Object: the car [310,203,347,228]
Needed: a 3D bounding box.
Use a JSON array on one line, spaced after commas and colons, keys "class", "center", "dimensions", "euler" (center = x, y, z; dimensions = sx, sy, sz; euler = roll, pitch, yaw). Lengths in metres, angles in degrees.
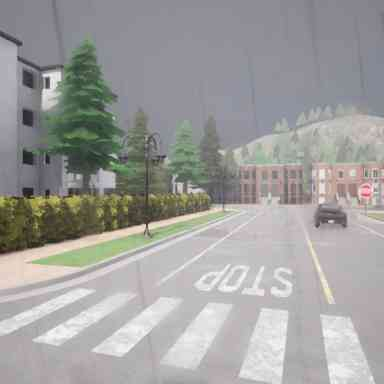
[{"class": "car", "center": [9.192, 1.533, 22.432], "dimensions": [1.837, 1.490, 4.892], "euler": [1, 0, 18]}]
